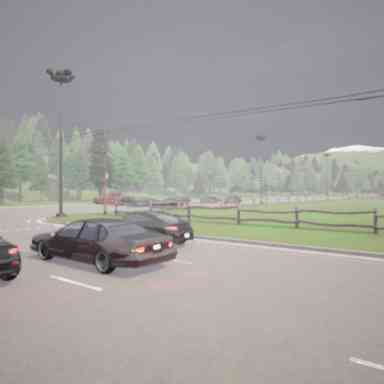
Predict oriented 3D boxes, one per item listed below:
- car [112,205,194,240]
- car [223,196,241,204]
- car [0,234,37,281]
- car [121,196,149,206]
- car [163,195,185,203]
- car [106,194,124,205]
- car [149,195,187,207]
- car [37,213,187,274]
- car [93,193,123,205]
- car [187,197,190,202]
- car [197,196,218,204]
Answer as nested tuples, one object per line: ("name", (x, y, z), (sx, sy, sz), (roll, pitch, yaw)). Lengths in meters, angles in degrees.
("car", (-2.045, 1.502, 14.167), (4.674, 1.442, 1.812), (0, 0, 36))
("car", (7.139, 1.438, 59.976), (1.837, 1.490, 4.892), (0, 0, 37))
("car", (-6.127, 1.501, 8.479), (4.674, 1.442, 1.812), (0, 0, 36))
("car", (-6.957, 1.467, 47.193), (2.033, 1.411, 5.357), (0, 0, 37))
("car", (-3.711, 1.423, 68.725), (1.812, 1.442, 4.674), (0, 1, 37))
("car", (-11.071, 1.408, 53.339), (1.837, 1.490, 4.892), (0, 0, 37))
("car", (-3.234, 1.530, 46.314), (1.895, 1.301, 4.718), (0, 0, 37))
("car", (-2.963, 1.527, 10.481), (5.357, 1.411, 2.033), (0, 0, 37))
("car", (-13.765, 1.116, 55.566), (2.150, 2.045, 5.566), (0, 0, 37))
("car", (-2.160, 1.468, 65.053), (1.994, 1.385, 4.181), (0, 0, 38))
("car", (2.831, 1.426, 60.088), (1.837, 1.490, 4.892), (0, 0, 37))
